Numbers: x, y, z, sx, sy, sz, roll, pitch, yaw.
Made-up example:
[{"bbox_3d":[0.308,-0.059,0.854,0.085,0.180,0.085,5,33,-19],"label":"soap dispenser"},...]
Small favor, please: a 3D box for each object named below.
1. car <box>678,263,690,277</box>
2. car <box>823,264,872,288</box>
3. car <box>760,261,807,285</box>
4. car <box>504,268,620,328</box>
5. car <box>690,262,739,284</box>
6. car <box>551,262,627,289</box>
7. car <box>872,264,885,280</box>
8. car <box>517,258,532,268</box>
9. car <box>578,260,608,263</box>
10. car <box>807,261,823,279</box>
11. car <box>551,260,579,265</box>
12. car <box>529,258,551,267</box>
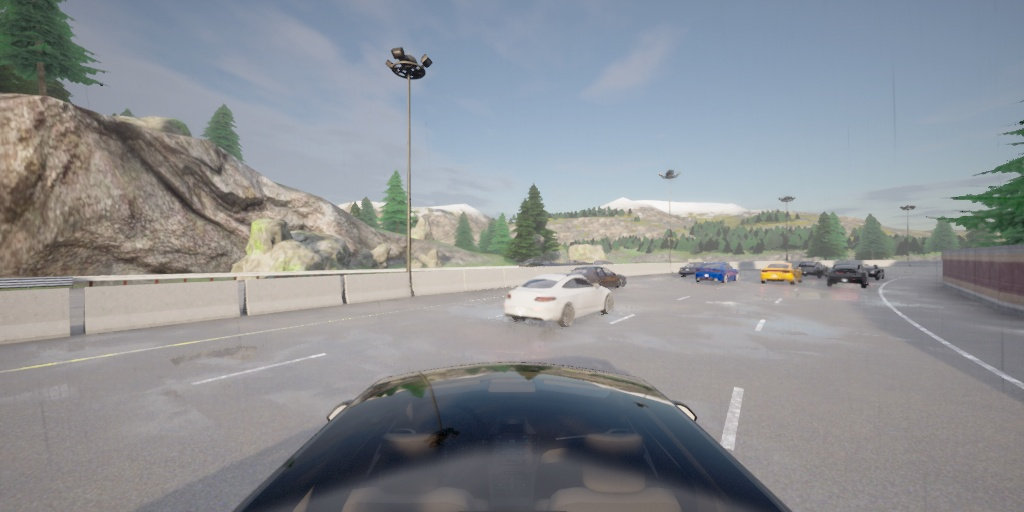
[{"bbox_3d":[17.563,1.294,33.703,5.357,1.411,2.033,0,0,-42],"label":"car"},{"bbox_3d":[22.342,1.252,23.817,4.892,1.490,1.837,0,0,-43],"label":"car"},{"bbox_3d":[19.672,1.225,26.107,5.008,1.535,1.882,0,0,-44],"label":"car"},{"bbox_3d":[1.623,1.274,11.455,1.812,1.442,4.674,0,0,37],"label":"car"},{"bbox_3d":[15.458,1.225,26.966,5.008,1.535,1.882,0,0,-45],"label":"car"},{"bbox_3d":[4.750,1.296,20.848,2.033,1.411,5.357,0,0,41],"label":"car"},{"bbox_3d":[30.303,1.347,30.644,4.718,1.301,1.895,0,0,-39],"label":"car"},{"bbox_3d":[2.865,1.096,48.936,4.553,1.767,2.097,0,0,-41],"label":"car"},{"bbox_3d":[10.127,1.271,41.358,4.674,1.442,1.812,0,0,-41],"label":"car"},{"bbox_3d":[27.582,1.238,32.922,4.902,1.511,2.128,0,0,-39],"label":"car"},{"bbox_3d":[7.461,1.239,43.665,4.902,1.511,2.128,0,0,-41],"label":"car"},{"bbox_3d":[4.696,1.310,45.888,4.181,1.385,1.994,0,0,-41],"label":"car"}]
